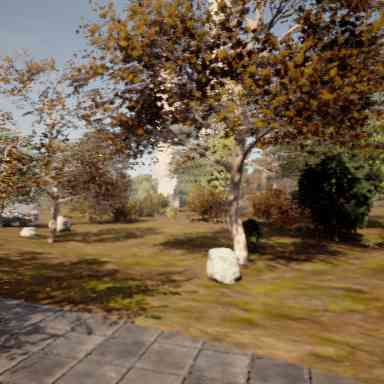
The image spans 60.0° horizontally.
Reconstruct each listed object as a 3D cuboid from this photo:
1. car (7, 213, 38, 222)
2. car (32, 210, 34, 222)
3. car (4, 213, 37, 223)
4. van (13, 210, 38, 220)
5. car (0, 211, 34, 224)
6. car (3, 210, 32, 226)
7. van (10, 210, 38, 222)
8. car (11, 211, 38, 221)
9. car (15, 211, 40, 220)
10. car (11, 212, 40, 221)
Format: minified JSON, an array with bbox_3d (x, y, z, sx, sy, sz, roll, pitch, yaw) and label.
[{"bbox_3d":[-29.666,4.423,58.333,4.792,1.488,2.163,0,-3,-23],"label":"car"},{"bbox_3d":[-19.979,2.930,35.559,5.008,1.535,2.097,0,-4,-23],"label":"car"},{"bbox_3d":[-28.641,4.277,55.782,4.792,1.488,2.163,0,-3,-23],"label":"car"},{"bbox_3d":[-34.130,4.727,68.411,4.442,1.987,1.878,0,-3,-23],"label":"van"},{"bbox_3d":[-25.402,3.655,48.192,4.553,1.767,2.185,0,-3,-23],"label":"car"},{"bbox_3d":[-18.900,2.753,33.030,4.892,1.521,2.231,0,-4,-23],"label":"car"},{"bbox_3d":[-30.672,4.314,60.907,4.442,1.987,1.878,0,-3,-23],"label":"van"},{"bbox_3d":[-31.937,4.564,63.493,4.553,1.767,2.185,0,-3,-23],"label":"car"},{"bbox_3d":[-35.073,4.952,70.993,4.553,1.767,2.185,0,-2,-23],"label":"car"},{"bbox_3d":[-32.941,4.820,65.911,4.892,1.521,2.231,0,-3,-23],"label":"car"}]
